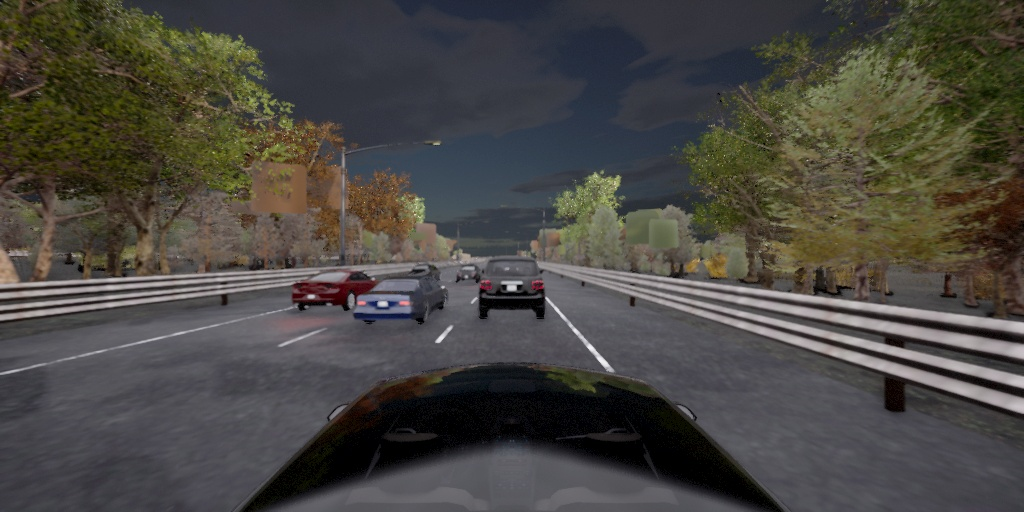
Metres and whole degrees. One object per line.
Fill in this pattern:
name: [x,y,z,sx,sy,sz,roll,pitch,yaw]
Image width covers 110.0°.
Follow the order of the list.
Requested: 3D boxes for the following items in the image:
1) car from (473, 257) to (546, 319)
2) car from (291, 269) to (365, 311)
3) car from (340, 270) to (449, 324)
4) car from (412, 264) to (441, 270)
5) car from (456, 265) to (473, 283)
car: [0.015,1.043,13.328,2.150,2.045,5.566,0,0,0]
car: [-6.978,1.307,14.961,1.882,1.535,5.008,0,-1,0]
car: [-3.493,1.361,12.249,2.033,1.411,5.357,0,0,0]
car: [-7.047,1.420,29.424,1.837,1.490,4.892,0,0,0]
car: [-3.545,1.444,30.182,1.812,1.442,4.674,0,0,0]
